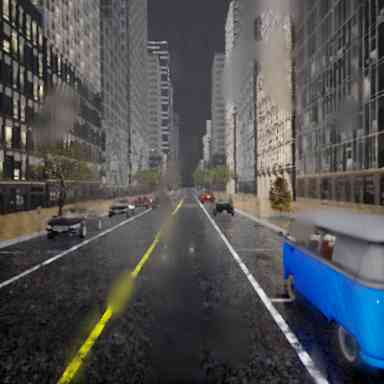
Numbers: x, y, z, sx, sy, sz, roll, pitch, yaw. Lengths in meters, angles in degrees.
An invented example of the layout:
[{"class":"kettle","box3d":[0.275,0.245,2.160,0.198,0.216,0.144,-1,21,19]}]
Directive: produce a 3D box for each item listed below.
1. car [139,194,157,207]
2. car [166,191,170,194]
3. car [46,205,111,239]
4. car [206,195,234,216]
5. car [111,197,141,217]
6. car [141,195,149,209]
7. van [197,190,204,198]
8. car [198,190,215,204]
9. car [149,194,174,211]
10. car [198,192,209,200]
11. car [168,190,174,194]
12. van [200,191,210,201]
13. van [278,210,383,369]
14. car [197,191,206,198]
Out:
[{"class":"car","box3d":[-5.928,1.072,45.115,1.967,1.590,4.097,-1,1,0]},{"class":"car","box3d":[-6.046,0.982,67.850,1.947,1.339,4.313,-1,1,0]},{"class":"car","box3d":[-5.776,1.450,16.700,2.008,1.369,4.403,-1,1,0]},{"class":"car","box3d":[2.544,1.259,28.110,2.008,1.369,4.403,-1,1,0]},{"class":"car","box3d":[-5.836,1.343,28.066,2.008,1.369,4.403,-1,1,0]},{"class":"car","box3d":[-5.895,1.267,39.433,1.802,1.307,4.206,-1,1,0]},{"class":"van","box3d":[2.239,0.509,84.941,1.690,1.788,3.998,-1,1,0]},{"class":"car","box3d":[2.419,0.808,50.841,2.192,1.841,5.009,-1,1,0]},{"class":"car","box3d":[-3.177,1.220,35.588,1.812,1.442,4.674,-1,1,0]},{"class":"car","box3d":[2.332,0.771,67.893,1.967,1.590,4.097,-1,1,0]},{"class":"car","box3d":[-6.106,0.858,79.217,2.008,1.369,4.403,-1,1,0]},{"class":"van","box3d":[2.360,0.727,62.208,1.690,1.788,3.998,-1,1,0]},{"class":"van","box3d":[2.660,1.263,5.375,1.690,1.788,3.998,-1,1,0]},{"class":"car","box3d":[2.271,0.662,79.259,1.967,1.590,4.097,-1,1,0]}]
